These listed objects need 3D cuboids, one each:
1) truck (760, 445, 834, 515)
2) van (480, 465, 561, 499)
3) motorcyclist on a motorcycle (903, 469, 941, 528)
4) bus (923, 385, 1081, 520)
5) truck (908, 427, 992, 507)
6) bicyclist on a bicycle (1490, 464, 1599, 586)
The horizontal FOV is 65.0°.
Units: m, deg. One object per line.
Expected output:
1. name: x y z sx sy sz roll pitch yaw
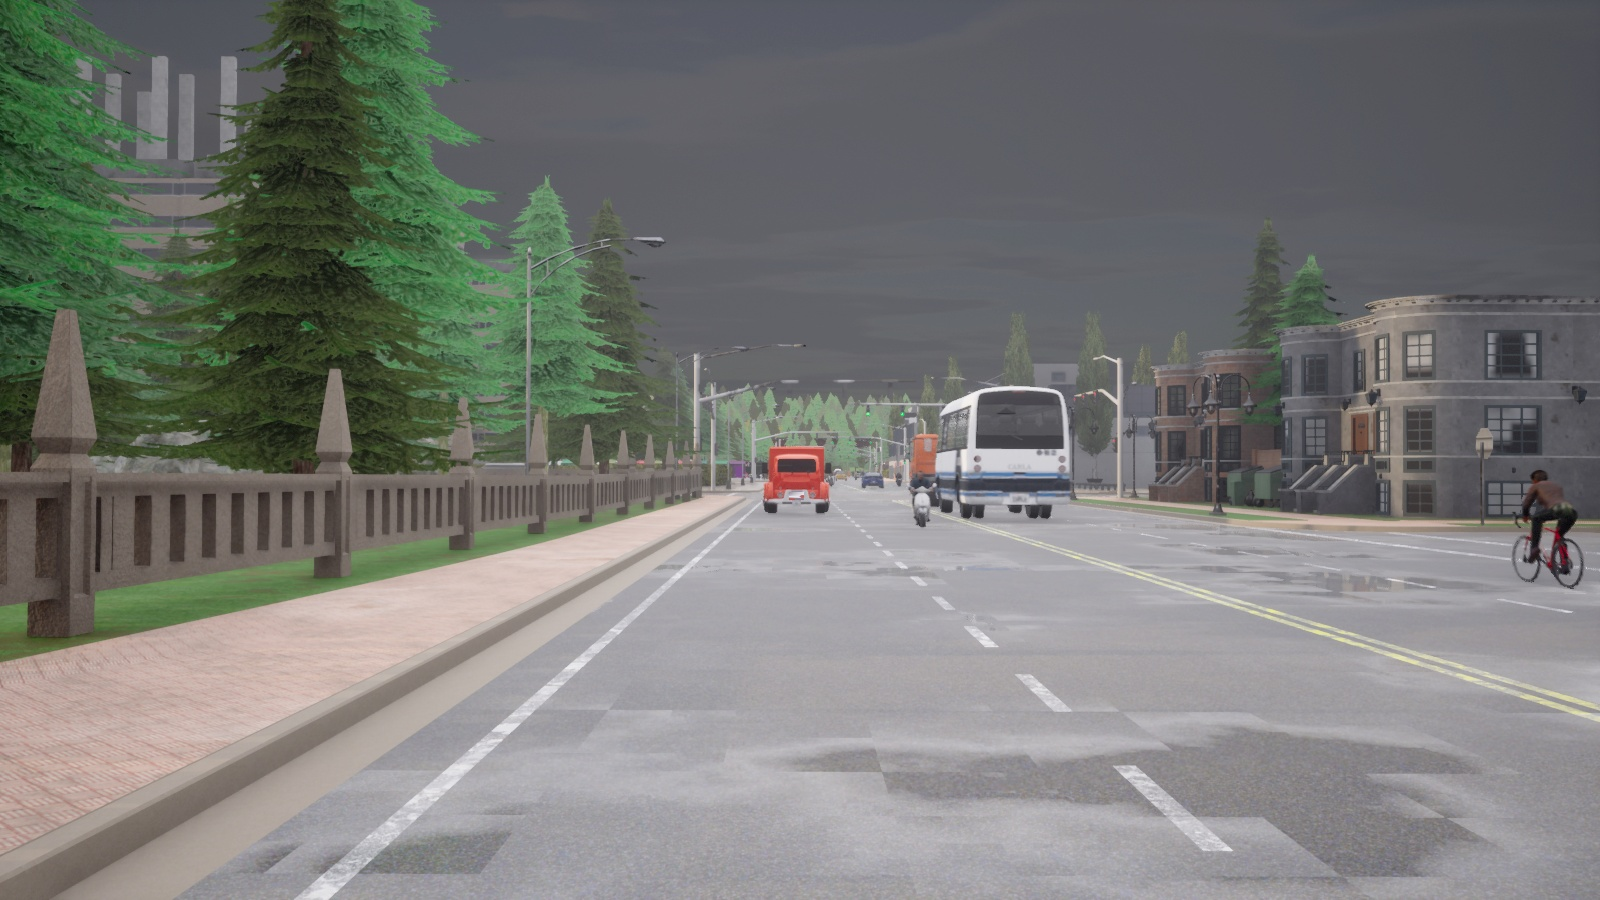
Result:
1. truck: -0.121 1.121 47.322 2.627 2.467 5.204 0 -1 0
2. van: -16.611 1.886 74.731 4.442 1.987 1.775 0 -1 0
3. motorcyclist on a motorcycle: 3.411 1.346 35.294 0.866 1.590 1.817 0 -1 0
4. bus: 6.881 0.162 44.882 3.944 4.253 10.273 0 -1 0
5. truck: 6.849 0.784 58.422 2.891 3.462 7.936 0 -1 0
6. bicyclist on a bicycle: 10.455 1.021 17.649 0.582 1.620 1.656 0 -1 0
